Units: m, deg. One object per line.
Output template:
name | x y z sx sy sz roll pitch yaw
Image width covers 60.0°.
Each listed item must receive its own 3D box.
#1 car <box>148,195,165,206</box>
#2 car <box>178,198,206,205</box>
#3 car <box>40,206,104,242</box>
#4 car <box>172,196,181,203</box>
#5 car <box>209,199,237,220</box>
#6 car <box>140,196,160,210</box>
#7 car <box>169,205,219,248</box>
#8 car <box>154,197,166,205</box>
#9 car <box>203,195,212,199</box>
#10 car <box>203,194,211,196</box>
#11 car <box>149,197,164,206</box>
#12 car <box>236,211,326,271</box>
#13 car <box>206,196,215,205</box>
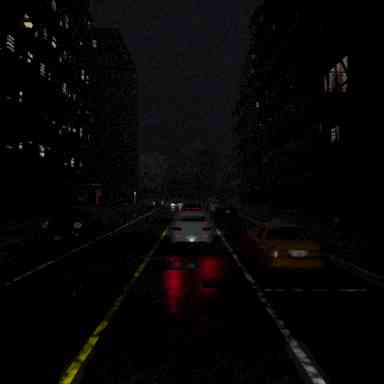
car | -5.807 1.330 49.587 2.192 1.841 5.009 1 0 0
car | -0.001 1.524 29.653 1.837 1.490 4.892 0 0 0
car | -5.697 1.442 16.178 1.967 1.590 4.097 1 0 0
car | -3.000 1.586 67.655 1.812 1.442 4.674 0 0 0
car | 2.771 1.572 27.923 1.947 1.339 4.313 1 0 0
car | -5.810 1.563 44.019 2.008 1.369 4.403 1 0 0
car | 0.000 1.535 14.651 1.812 1.442 4.674 0 0 0
car | -5.811 1.603 60.723 1.802 1.307 4.206 1 0 0
car | 2.837 1.566 49.554 2.008 1.369 4.403 1 0 0
car | 2.840 1.336 60.690 2.192 1.841 5.009 1 0 0
car | -5.810 1.584 55.156 1.947 1.339 4.313 1 0 0
car | 2.709 1.525 10.748 1.752 1.417 4.829 1 0 0
car | 2.837 1.535 38.588 1.752 1.417 4.829 1 0 0
